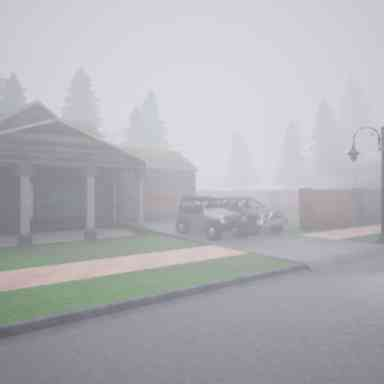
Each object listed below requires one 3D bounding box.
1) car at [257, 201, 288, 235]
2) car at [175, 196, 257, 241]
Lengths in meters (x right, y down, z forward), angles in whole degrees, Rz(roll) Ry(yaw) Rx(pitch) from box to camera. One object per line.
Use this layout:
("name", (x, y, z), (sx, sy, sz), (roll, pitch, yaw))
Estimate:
("car", (2.621, 1.133, 17.230), (1.932, 1.855, 4.605), (0, 0, -36))
("car", (0.808, 1.144, 15.446), (1.905, 1.878, 3.866), (0, 0, -36))
